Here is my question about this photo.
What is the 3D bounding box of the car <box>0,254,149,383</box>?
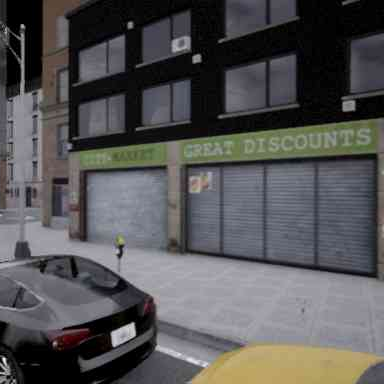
[{"bbox_3d":[-2.434,1.602,4.835,4.313,1.339,1.947,-1,0,36],"label":"car"}]

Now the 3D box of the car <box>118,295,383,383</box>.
[{"bbox_3d":[1.971,1.520,1.684,4.829,1.417,1.752,-1,0,36],"label":"car"}]
